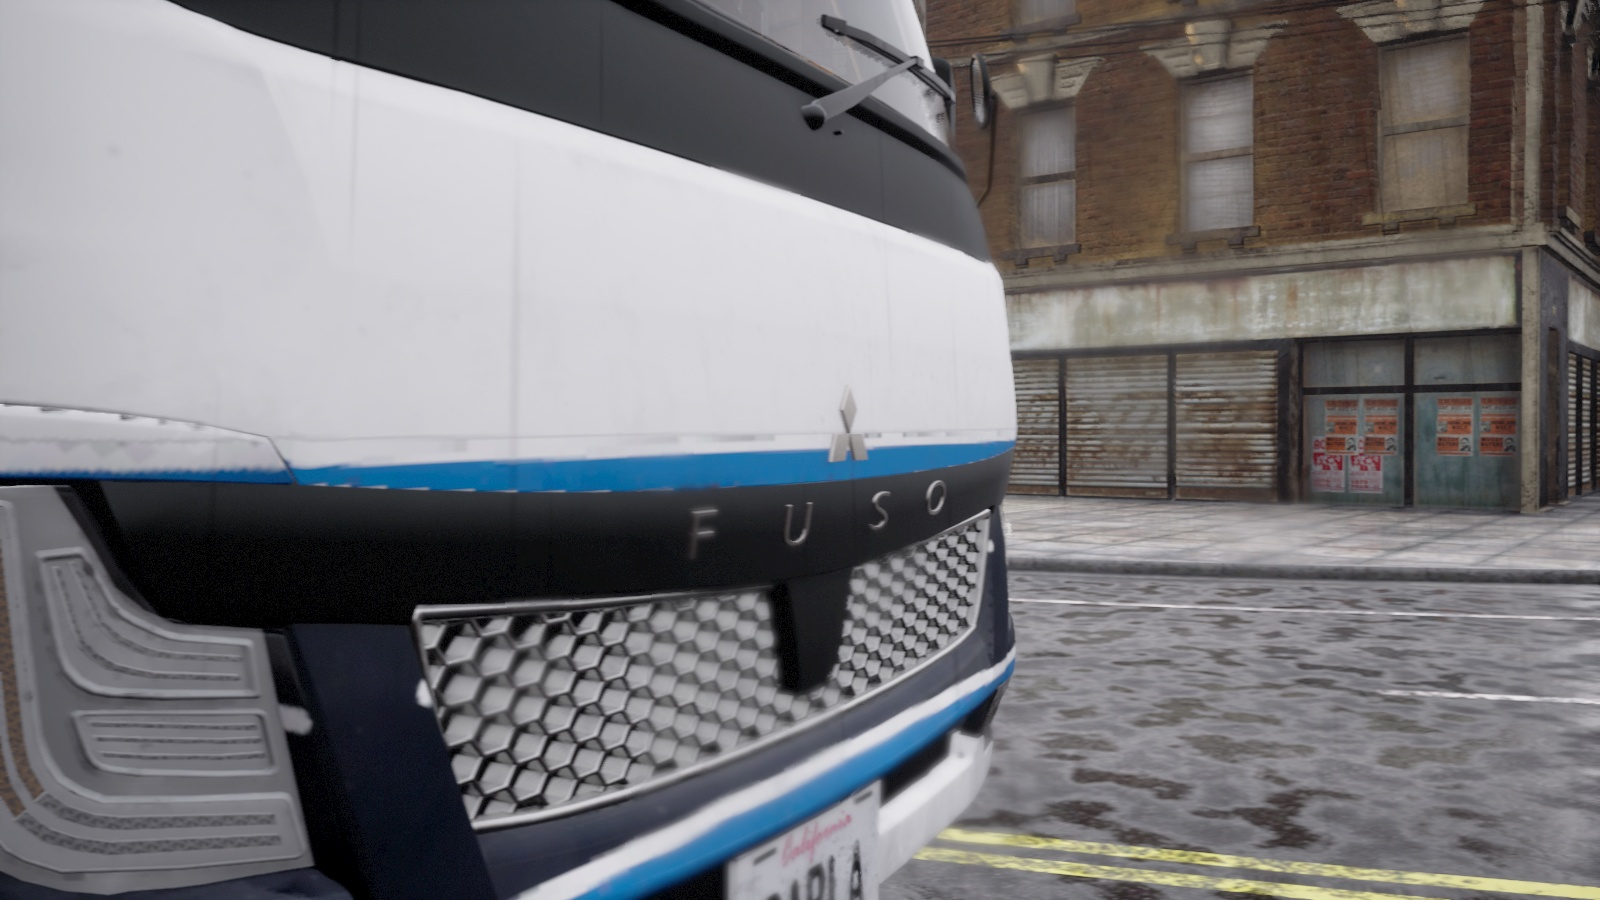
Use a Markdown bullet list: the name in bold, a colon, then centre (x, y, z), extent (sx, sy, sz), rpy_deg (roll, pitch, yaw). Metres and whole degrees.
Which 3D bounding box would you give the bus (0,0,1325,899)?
- **bus**: centre (-3.827, -0.635, 4.654), extent (10.273, 4.253, 3.944), rpy_deg (1, 1, 29)
